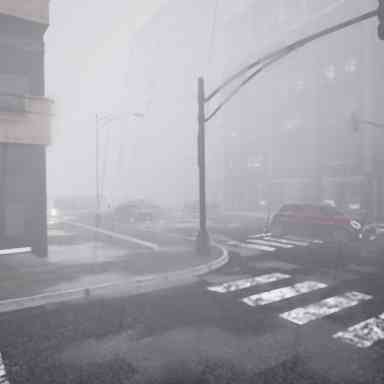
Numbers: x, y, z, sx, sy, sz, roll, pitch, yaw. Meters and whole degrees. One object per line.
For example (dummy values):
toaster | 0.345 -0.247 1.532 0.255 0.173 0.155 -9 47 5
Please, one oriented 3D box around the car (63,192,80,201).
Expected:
car | -25.103 0.917 69.270 2.192 1.841 5.009 -1 1 -35

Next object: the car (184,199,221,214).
car | 0.900 1.343 31.987 1.887 1.381 4.507 -1 1 -35

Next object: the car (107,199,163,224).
car | -4.265 1.500 24.324 1.887 1.381 4.507 -1 1 -35

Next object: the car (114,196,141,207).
car | -9.000 1.249 46.070 1.752 1.417 4.829 -1 1 -35

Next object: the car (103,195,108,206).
car | -14.055 1.097 48.720 2.097 1.767 4.553 -1 1 -34

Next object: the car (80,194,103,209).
car | -13.388 1.299 42.272 1.882 1.535 5.008 -1 1 -34

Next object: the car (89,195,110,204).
car | -15.479 1.199 55.406 1.752 1.417 4.829 -1 1 -35

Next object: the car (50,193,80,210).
car | -15.786 1.302 41.151 1.967 1.590 4.097 -1 1 -35

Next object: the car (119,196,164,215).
car | -4.244 1.386 29.058 2.128 1.511 4.902 -1 1 -35

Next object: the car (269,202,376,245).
car | 5.998 1.317 15.585 2.097 1.767 4.553 -1 1 -44

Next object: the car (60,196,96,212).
car | -12.545 1.438 36.483 2.008 1.369 4.403 -1 1 -35

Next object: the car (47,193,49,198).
car | -34.917 1.056 83.418 1.752 1.417 4.829 -1 1 -35
